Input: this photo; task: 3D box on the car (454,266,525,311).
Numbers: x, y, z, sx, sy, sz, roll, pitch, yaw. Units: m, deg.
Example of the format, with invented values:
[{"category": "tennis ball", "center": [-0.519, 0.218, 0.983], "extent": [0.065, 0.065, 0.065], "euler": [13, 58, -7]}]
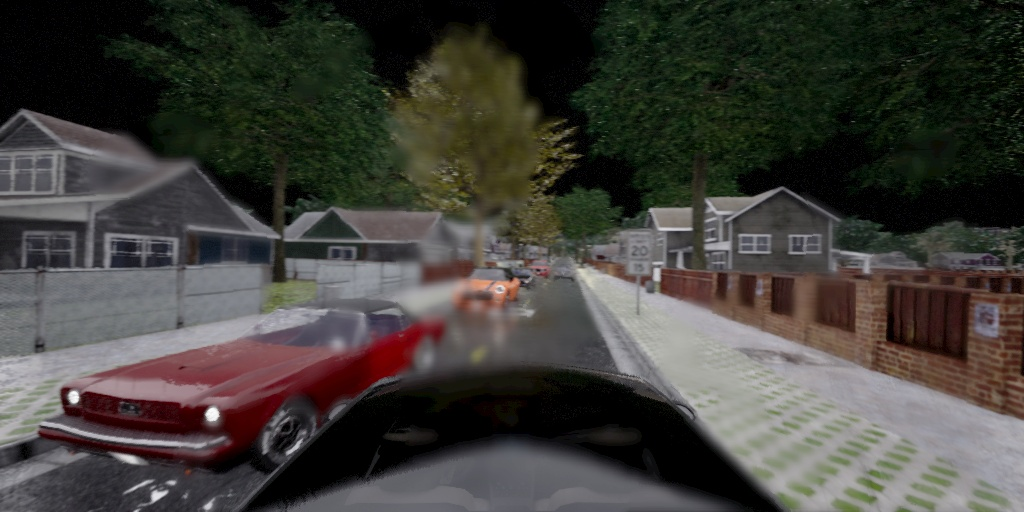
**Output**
[{"category": "car", "center": [-0.924, 1.242, 15.293], "extent": [2.097, 1.767, 4.553], "euler": [1, -1, 9]}]

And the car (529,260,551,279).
[{"category": "car", "center": [3.209, 1.521, 40.820], "extent": [2.150, 2.045, 5.566], "euler": [1, 0, 9]}]

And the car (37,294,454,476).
[{"category": "car", "center": [-2.615, 1.333, 5.012], "extent": [1.895, 1.301, 4.718], "euler": [1, -1, 11]}]

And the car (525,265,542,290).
[{"category": "car", "center": [0.700, 1.592, 25.558], "extent": [2.033, 1.411, 5.357], "euler": [1, -1, 9]}]

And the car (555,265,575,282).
[{"category": "car", "center": [5.321, 1.802, 36.258], "extent": [2.033, 1.411, 5.357], "euler": [1, 0, 9]}]
